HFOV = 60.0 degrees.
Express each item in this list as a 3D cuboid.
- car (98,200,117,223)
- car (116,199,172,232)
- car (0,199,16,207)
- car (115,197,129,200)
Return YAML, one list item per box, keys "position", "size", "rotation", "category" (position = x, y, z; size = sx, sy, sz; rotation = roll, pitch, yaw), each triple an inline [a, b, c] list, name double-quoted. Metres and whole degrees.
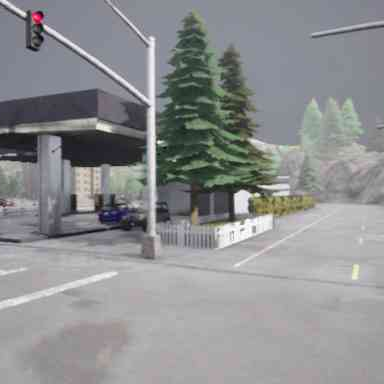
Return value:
- position: [-5.968, 1.822, 28.926]
  size: [2.242, 1.667, 4.611]
  rotation: [-1, 0, 27]
  category: "car"
- position: [-2.939, 1.593, 22.471]
  size: [1.905, 1.878, 3.866]
  rotation: [-1, 0, 27]
  category: "car"
- position: [-35.010, 2.046, 62.330]
  size: [4.514, 1.523, 2.007]
  rotation: [-1, 0, 27]
  category: "car"
- position: [-18.108, 2.070, 78.167]
  size: [5.027, 1.636, 2.152]
  rotation: [-1, 0, 27]
  category: "car"
